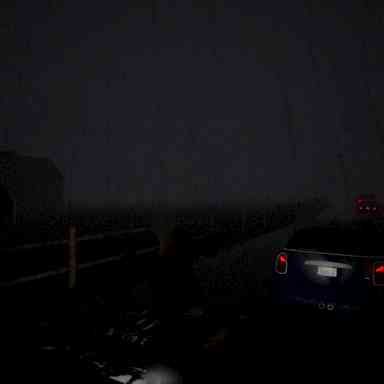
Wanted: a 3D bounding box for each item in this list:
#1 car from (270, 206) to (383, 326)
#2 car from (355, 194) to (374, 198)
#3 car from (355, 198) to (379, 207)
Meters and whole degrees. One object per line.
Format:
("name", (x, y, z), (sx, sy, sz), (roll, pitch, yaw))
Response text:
("car", (3.336, 1.358, 7.425), (2.097, 1.767, 4.553), (0, 0, 30))
("car", (22.408, 1.286, 43.006), (2.150, 2.045, 5.566), (0, 0, 26))
("car", (17.790, 1.589, 33.676), (2.033, 1.411, 5.357), (0, 0, 28))
